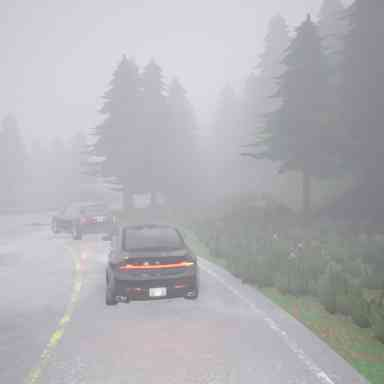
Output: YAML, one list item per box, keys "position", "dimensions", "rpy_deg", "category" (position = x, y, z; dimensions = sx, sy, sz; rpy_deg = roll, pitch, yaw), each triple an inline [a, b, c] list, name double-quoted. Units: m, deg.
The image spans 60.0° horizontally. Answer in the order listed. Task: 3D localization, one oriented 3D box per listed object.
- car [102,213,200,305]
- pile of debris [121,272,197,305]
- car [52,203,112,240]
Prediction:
- position: [-1.108, 1.504, 8.188]
  dimensions: [1.837, 1.490, 4.892]
  rpy_deg: [0, 0, -12]
  category: "car"
- position: [-0.851, 2.175, 7.698]
  dimensions: [1.500, 0.140, 1.860]
  rpy_deg: [0, 0, -14]
  category: "pile of debris"
- position: [-5.704, 1.352, 17.408]
  dimensions: [2.097, 1.767, 4.553]
  rpy_deg: [0, 0, -39]
  category: "car"
